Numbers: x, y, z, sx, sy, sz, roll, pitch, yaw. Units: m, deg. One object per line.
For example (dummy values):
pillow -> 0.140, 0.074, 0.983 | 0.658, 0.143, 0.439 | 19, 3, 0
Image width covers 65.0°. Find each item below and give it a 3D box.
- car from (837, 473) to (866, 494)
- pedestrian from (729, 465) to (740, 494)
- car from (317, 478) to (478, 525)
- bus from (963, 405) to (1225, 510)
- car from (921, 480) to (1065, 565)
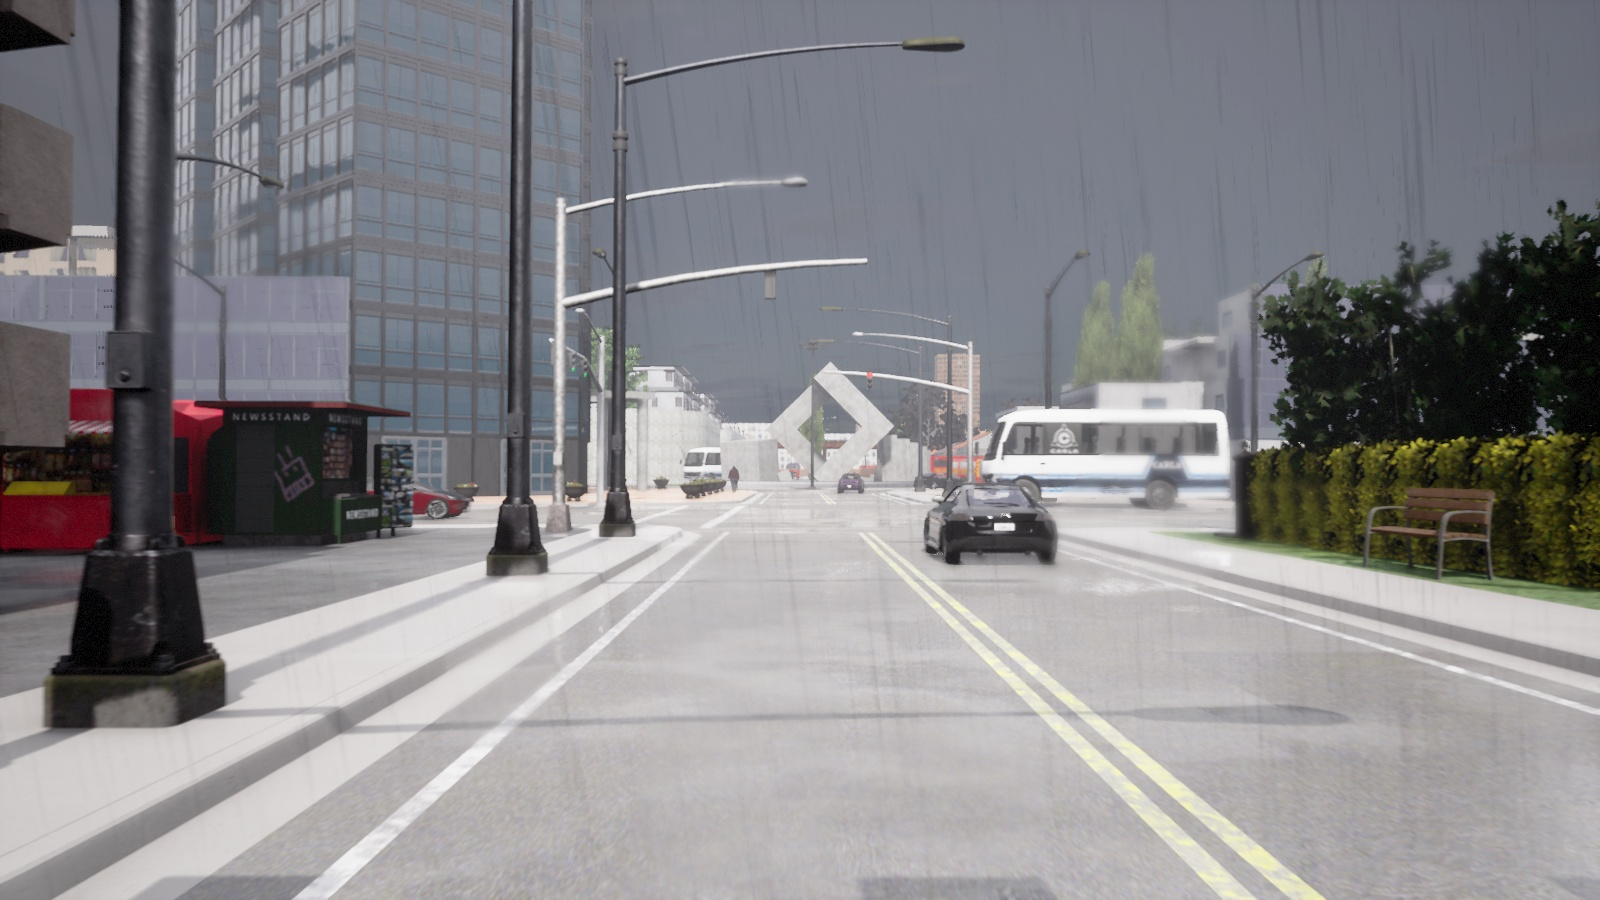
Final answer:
car -> 3.777, 2.423, 91.873 | 1.816, 1.474, 4.193 | 0, -1, 6
pedestrian -> -4.283, 1.940, 82.366 | 0.634, 1.844, 0.899 | 0, -1, 0
car -> -13.602, 1.731, 42.660 | 4.792, 1.488, 2.163 | -1, -1, -1
bus -> 12.309, 0.327, 53.563 | 10.273, 4.253, 3.944 | 0, -1, 1
car -> 3.443, 1.273, 23.209 | 1.994, 1.385, 4.181 | 0, -1, 0
